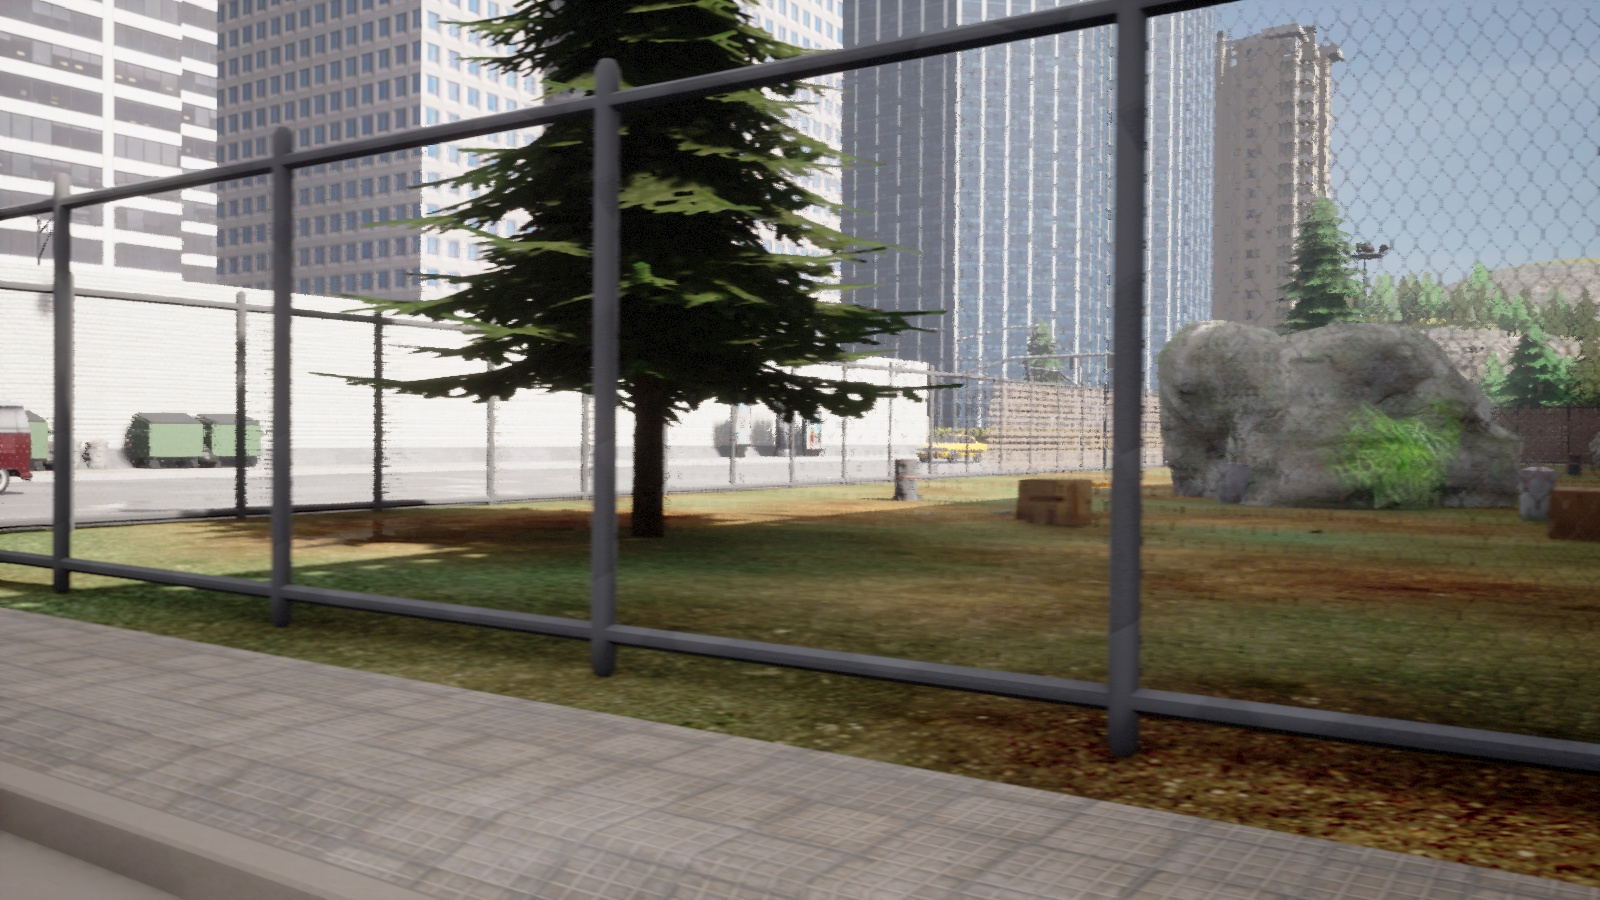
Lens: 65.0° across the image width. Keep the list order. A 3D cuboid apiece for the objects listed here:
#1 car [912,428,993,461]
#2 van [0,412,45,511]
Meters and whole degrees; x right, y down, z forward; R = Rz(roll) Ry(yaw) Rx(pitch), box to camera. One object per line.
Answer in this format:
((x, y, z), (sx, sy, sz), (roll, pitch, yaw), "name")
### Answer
((7.715, -0.314, 62.948), (1.801, 1.575, 5.366), (0, 1, 33), "car")
((-17.621, 0.252, 24.660), (1.775, 1.987, 4.442), (0, 1, 34), "van")
